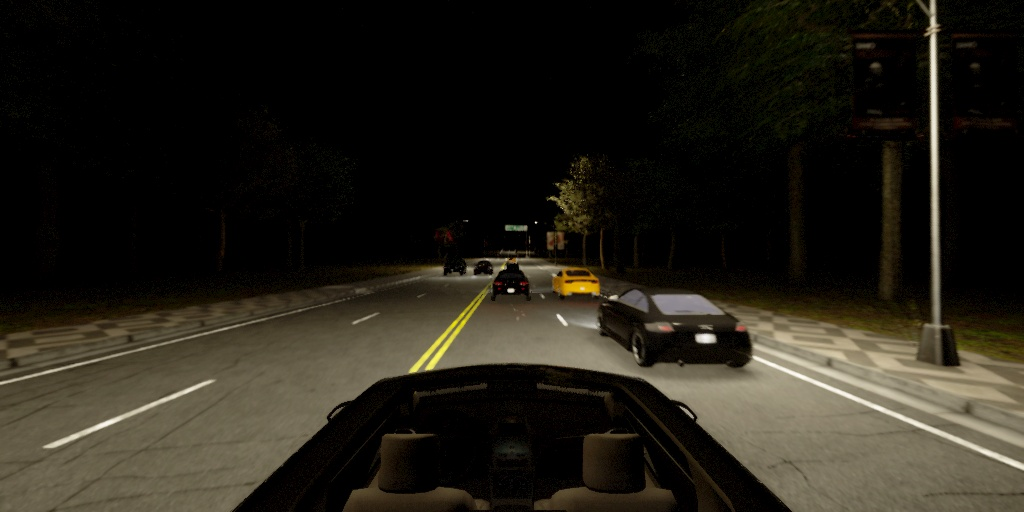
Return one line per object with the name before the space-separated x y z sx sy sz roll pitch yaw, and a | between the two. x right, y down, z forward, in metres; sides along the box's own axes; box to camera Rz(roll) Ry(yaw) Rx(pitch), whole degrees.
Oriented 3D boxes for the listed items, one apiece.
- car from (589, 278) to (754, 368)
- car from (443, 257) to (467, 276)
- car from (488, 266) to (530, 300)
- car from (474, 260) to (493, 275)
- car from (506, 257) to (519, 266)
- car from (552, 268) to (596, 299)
car | 3.247 1.364 8.016 1.994 1.385 4.181 0 0 0
car | -6.518 1.166 41.844 2.150 2.045 5.566 0 0 0
car | -0.040 1.408 18.535 1.812 1.442 4.674 0 0 0
car | -3.267 1.310 41.962 2.097 1.767 4.553 0 0 0
car | 0.080 1.349 53.443 2.128 1.511 4.902 0 1 0
car | 3.243 1.365 19.016 1.882 1.535 5.008 0 0 0
